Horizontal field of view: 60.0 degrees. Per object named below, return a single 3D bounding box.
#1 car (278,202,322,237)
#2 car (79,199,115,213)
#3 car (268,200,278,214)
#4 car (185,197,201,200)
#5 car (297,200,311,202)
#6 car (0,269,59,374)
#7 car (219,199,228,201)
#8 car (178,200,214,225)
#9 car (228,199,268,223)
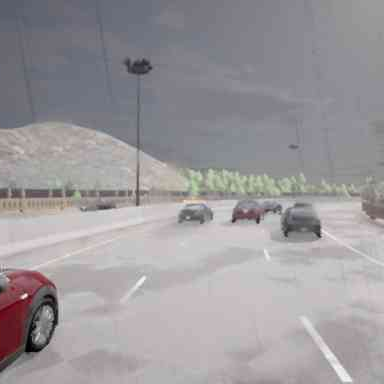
[{"bbox_3d":[5.933,1.562,18.437,1.837,1.490,4.892,0,0,12],"label":"car"},{"bbox_3d":[-10.472,1.524,37.038,2.128,1.511,4.902,0,0,21],"label":"car"},{"bbox_3d":[8.848,1.651,37.421,2.033,1.411,5.357,0,0,25],"label":"car"},{"bbox_3d":[-0.056,1.575,51.020,1.882,1.535,5.008,0,0,30],"label":"car"},{"bbox_3d":[12.422,1.620,36.806,1.837,1.490,4.892,0,0,25],"label":"car"},{"bbox_3d":[-3.166,1.347,3.330,2.097,1.767,4.553,0,0,2],"label":"car"},{"bbox_3d":[5.101,1.732,52.853,1.895,1.301,4.718,0,0,32],"label":"car"},{"bbox_3d":[0.344,1.574,24.715,1.812,1.442,4.674,0,0,15],"label":"car"},{"bbox_3d":[4.495,1.419,26.152,2.097,1.767,4.553,0,0,17],"label":"car"}]
